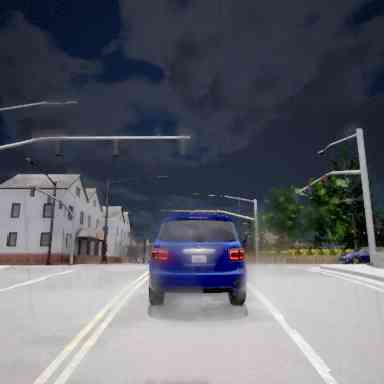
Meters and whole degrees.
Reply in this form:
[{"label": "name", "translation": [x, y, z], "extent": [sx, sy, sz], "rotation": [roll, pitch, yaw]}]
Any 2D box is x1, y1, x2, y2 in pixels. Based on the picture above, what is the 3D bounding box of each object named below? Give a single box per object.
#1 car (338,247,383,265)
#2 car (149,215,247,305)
[{"label": "car", "translation": [15.451, 5.654, 29.565], "extent": [4.553, 1.767, 2.097], "rotation": [0, -12, 1]}, {"label": "car", "translation": [0.086, 1.759, 9.275], "extent": [2.150, 2.045, 5.566], "rotation": [0, -7, -1]}]
